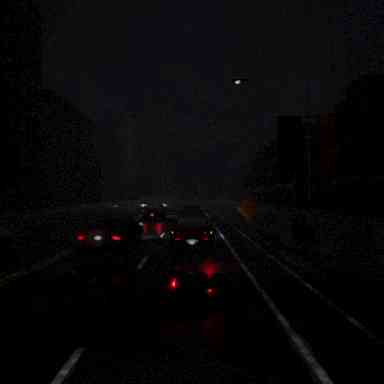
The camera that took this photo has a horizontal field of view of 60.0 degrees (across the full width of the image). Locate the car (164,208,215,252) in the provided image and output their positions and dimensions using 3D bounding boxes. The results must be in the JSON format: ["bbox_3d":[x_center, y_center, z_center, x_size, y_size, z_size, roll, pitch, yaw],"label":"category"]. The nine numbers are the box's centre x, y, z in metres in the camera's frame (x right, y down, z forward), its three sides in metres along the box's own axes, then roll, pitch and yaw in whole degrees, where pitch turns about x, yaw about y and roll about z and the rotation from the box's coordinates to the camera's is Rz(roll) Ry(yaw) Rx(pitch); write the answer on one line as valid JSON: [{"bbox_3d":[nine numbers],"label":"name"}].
[{"bbox_3d":[0.002,1.632,14.381,1.812,1.442,4.674,0,0,0],"label":"car"}]

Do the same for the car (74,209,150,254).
[{"bbox_3d":[-3.251,1.651,13.999,2.033,1.411,5.357,0,0,0],"label":"car"}]

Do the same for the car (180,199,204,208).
[{"bbox_3d":[-0.002,1.648,29.296,2.128,1.511,4.902,0,0,0],"label":"car"}]

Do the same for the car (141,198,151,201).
[{"bbox_3d":[-9.765,1.969,71.006,1.994,1.385,4.181,0,-1,0],"label":"car"}]

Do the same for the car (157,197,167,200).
[{"bbox_3d":[-6.515,1.772,71.039,2.097,1.767,4.553,0,-1,0],"label":"car"}]

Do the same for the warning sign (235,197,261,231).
[{"bbox_3d":[3.205,1.244,19.087,1.300,1.860,1.060,-1,-1,0],"label":"warning sign"}]

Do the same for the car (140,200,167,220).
[{"bbox_3d":[-3.251,1.681,29.385,1.812,1.442,4.674,0,0,0],"label":"car"}]
